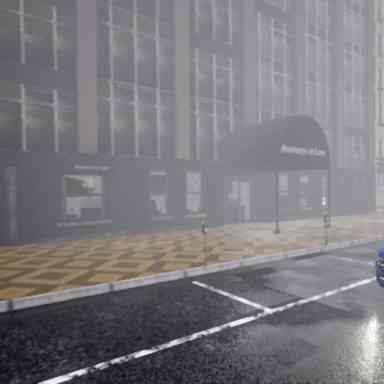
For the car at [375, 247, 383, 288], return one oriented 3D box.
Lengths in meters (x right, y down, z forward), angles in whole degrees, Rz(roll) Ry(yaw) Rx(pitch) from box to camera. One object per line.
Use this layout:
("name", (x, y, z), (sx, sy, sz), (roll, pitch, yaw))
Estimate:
("car", (6.248, 1.410, 7.835), (5.008, 1.535, 1.882), (-1, 0, -35))
